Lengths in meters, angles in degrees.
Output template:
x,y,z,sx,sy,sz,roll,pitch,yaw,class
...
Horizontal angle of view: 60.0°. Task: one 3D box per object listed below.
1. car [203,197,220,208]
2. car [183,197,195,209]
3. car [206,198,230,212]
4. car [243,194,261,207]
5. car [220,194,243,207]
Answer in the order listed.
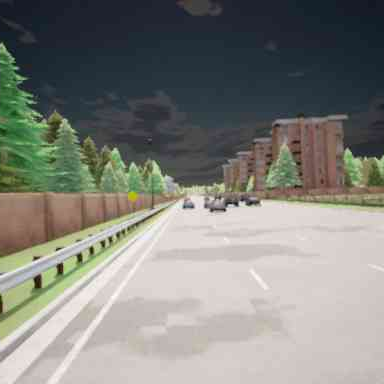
x,y,z,sx,sy,sz,roll,pitch,yaw,class
2.950,1.920,54.654,1.994,1.385,4.181,-2,0,-1,car
-0.535,2.049,53.850,1.994,1.385,4.181,-2,0,-1,car
3.192,1.804,42.254,1.994,1.385,4.181,-2,0,-1,car
9.939,1.561,54.792,1.882,1.535,5.008,-2,0,-1,car
6.425,1.445,55.098,2.150,2.045,5.566,-2,0,-1,car
